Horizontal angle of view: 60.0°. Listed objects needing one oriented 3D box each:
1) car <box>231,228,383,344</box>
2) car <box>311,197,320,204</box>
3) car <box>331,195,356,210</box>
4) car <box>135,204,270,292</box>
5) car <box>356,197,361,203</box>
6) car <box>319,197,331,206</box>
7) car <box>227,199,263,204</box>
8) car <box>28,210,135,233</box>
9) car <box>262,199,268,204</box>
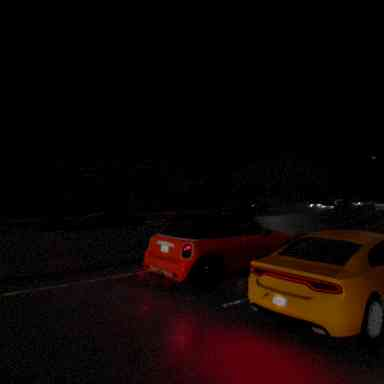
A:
[{"bbox_3d":[3.244,1.493,6.571,5.008,1.535,1.882,0,0,-39],"label":"car"},{"bbox_3d":[26.404,1.794,70.353,1.837,1.490,4.892,0,0,29],"label":"car"},{"bbox_3d":[20.846,1.389,45.639,2.150,2.045,5.566,0,0,29],"label":"car"},{"bbox_3d":[1.002,1.379,9.281,4.553,1.767,2.097,0,0,-39],"label":"car"},{"bbox_3d":[40.364,1.980,81.388,1.895,1.301,4.718,0,-1,29],"label":"car"},{"bbox_3d":[24.751,1.763,60.007,1.812,1.442,4.674,0,0,29],"label":"car"},{"bbox_3d":[3.338,1.576,26.223,1.882,1.535,5.008,0,0,41],"label":"car"},{"bbox_3d":[-4.325,1.541,14.180,4.902,1.511,2.128,0,0,-40],"label":"car"},{"bbox_3d":[6.658,1.502,35.922,2.097,1.767,4.553,0,0,35],"label":"car"}]
